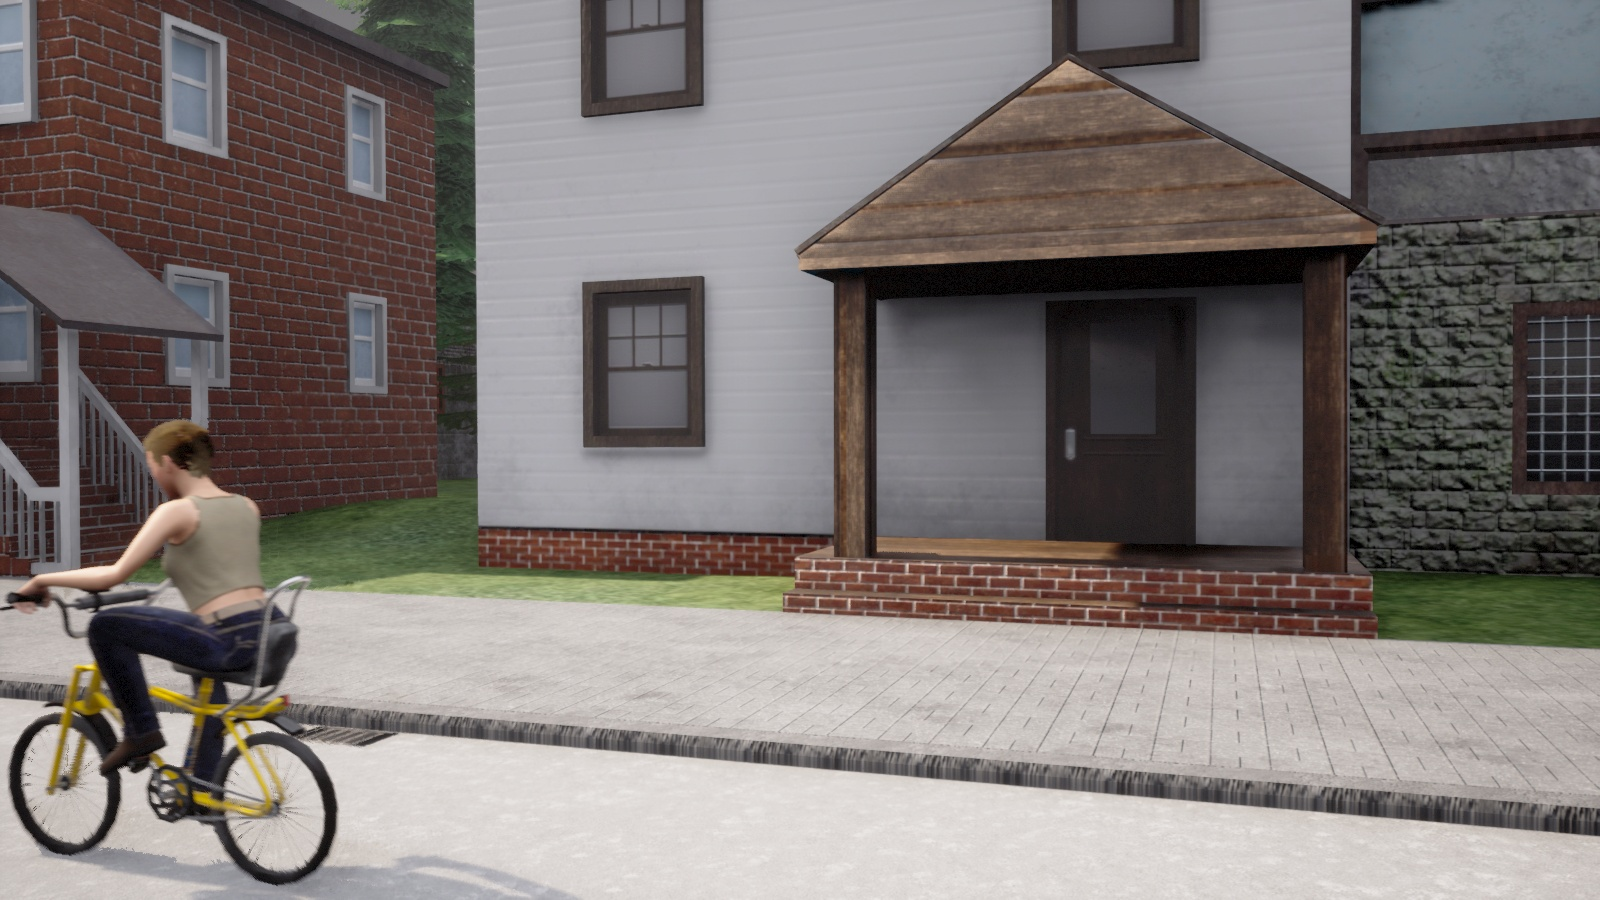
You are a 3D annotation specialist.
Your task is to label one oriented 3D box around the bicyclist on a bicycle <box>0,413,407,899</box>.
[{"bbox_3d":[-2.312,0.681,4.493,1.509,1.612,0.866,1,1,19],"label":"bicyclist on a bicycle"}]
